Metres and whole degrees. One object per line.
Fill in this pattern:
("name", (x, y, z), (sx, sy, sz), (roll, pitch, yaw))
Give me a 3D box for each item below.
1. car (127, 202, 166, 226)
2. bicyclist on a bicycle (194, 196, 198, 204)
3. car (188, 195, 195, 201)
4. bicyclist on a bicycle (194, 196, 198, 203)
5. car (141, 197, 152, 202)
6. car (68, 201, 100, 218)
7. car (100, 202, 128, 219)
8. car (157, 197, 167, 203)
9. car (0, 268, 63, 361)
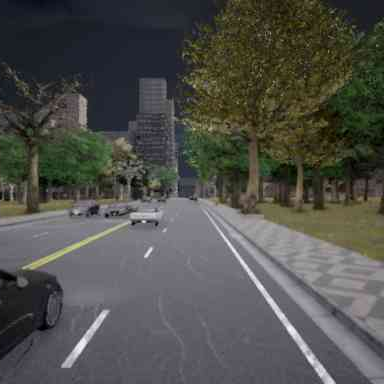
("car", (-3.148, 1.659, 23.994), (1.895, 1.301, 4.718), (0, 0, 0))
("bicyclist on a bicycle", (0.901, 1.678, 68.416), (0.659, 1.776, 1.843), (0, 0, 0))
("car", (0.010, 1.899, 94.298), (1.837, 1.490, 4.892), (0, -1, 0))
("bicyclist on a bicycle", (0.898, 1.826, 77.977), (0.866, 1.612, 1.509), (0, -1, 0))
("car", (-9.742, 1.774, 71.694), (2.033, 1.411, 5.357), (0, 0, 0))
("car", (-9.841, 1.576, 30.751), (2.128, 1.511, 4.902), (0, 0, 0))
("car", (-6.592, 1.647, 30.329), (1.994, 1.385, 4.181), (0, 0, 0))
("car", (-6.492, 1.830, 71.663), (1.895, 1.301, 4.718), (0, 0, 0))
("car", (-3.163, 1.530, 3.924), (1.812, 1.442, 4.674), (0, 0, 0))
